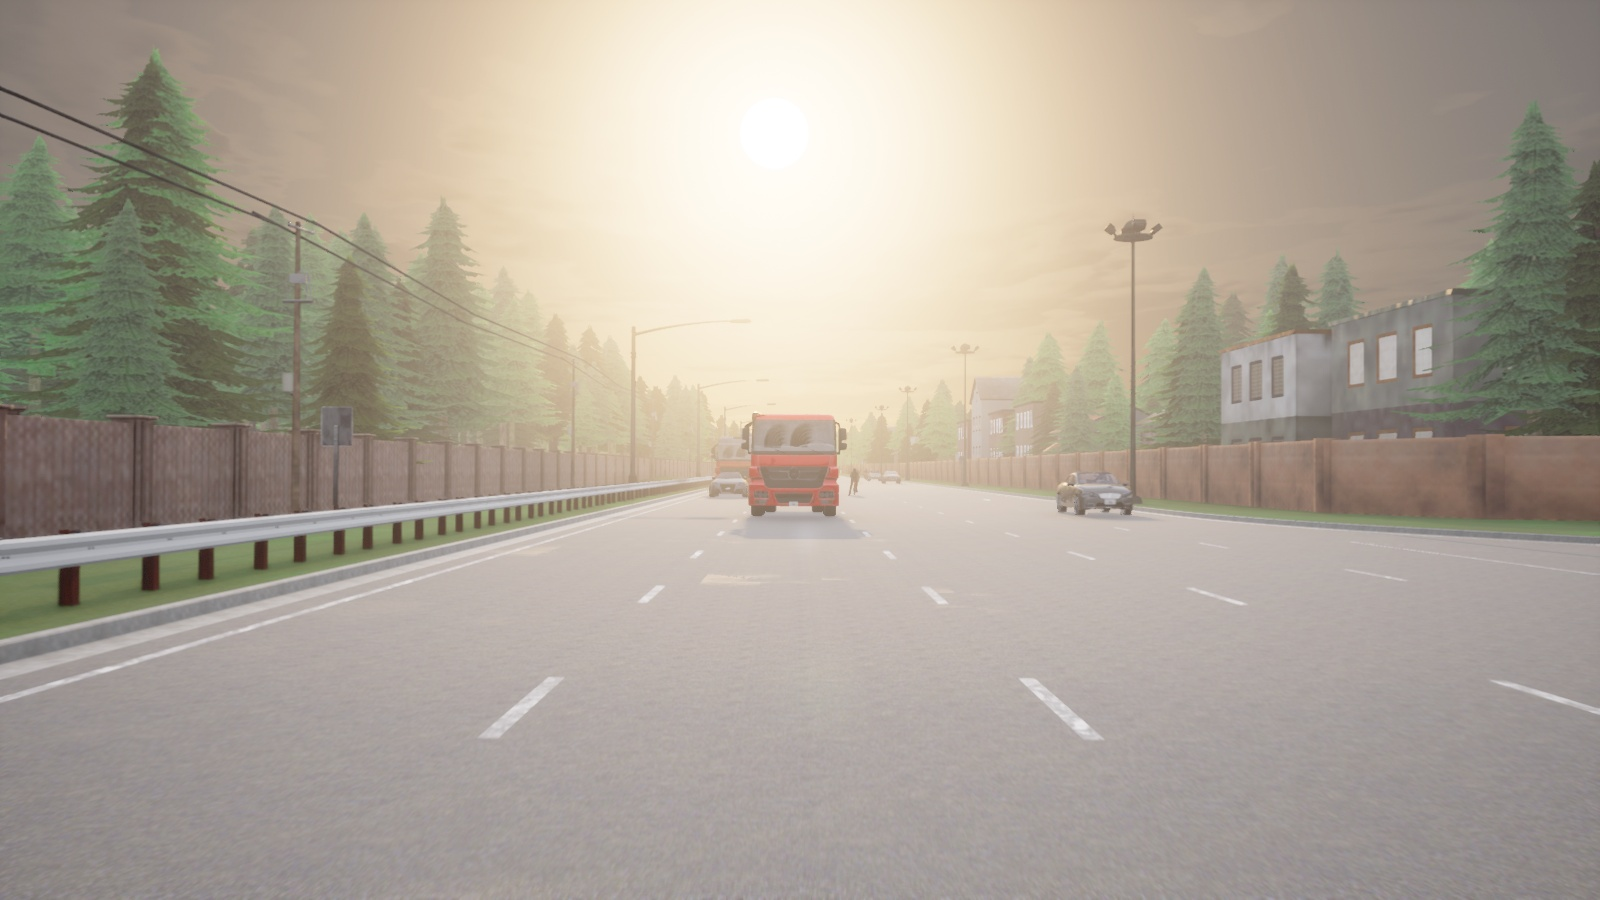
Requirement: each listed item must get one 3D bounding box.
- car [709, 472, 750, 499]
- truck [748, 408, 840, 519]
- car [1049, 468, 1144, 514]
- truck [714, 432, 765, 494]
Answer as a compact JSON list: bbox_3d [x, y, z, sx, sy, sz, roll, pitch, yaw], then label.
[{"bbox_3d":[-3.802,1.917,68.351,1.994,1.385,4.181,0,-1,0],"label":"car"},{"bbox_3d":[-0.197,0.480,43.378,2.891,3.462,7.936,0,-1,0],"label":"truck"},{"bbox_3d":[10.302,1.390,44.014,2.128,1.511,4.902,0,-1,0],"label":"car"},{"bbox_3d":[-3.862,0.893,81.916,2.891,3.827,8.468,0,-1,0],"label":"truck"}]
